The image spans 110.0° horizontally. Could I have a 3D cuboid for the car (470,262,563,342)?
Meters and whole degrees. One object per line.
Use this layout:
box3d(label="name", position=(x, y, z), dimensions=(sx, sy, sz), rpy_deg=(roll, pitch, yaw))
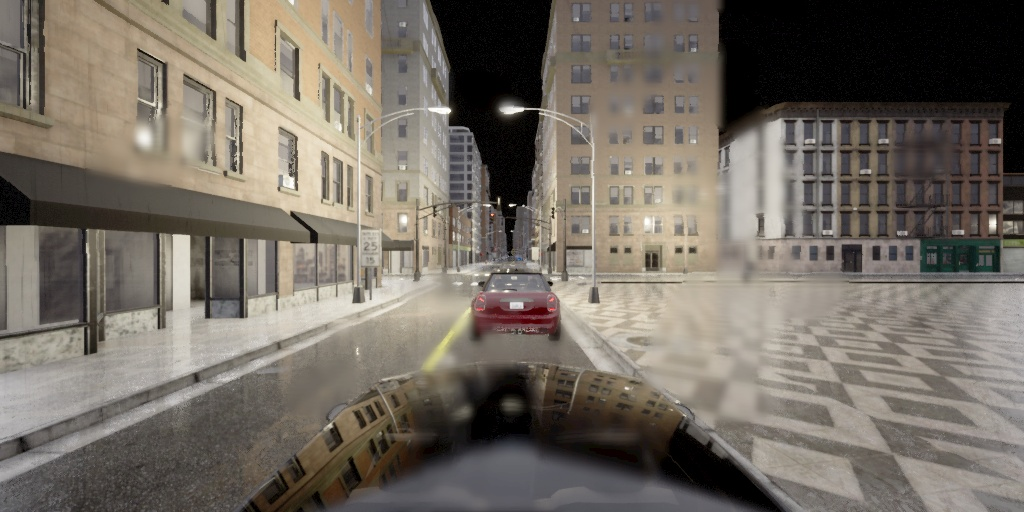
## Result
box3d(label="car", position=(0.104, 1.102, 9.956), dimensions=(2.097, 1.767, 4.553), rpy_deg=(0, 0, 0))

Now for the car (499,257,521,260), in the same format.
box3d(label="car", position=(0.054, 1.101, 19.772), dimensions=(2.097, 1.767, 4.553), rpy_deg=(0, 0, -1))
